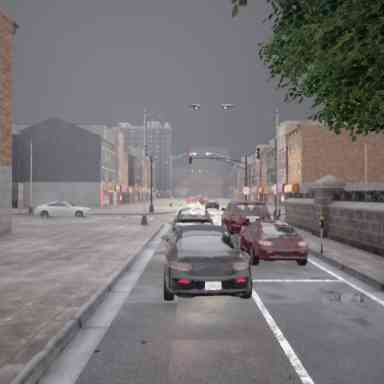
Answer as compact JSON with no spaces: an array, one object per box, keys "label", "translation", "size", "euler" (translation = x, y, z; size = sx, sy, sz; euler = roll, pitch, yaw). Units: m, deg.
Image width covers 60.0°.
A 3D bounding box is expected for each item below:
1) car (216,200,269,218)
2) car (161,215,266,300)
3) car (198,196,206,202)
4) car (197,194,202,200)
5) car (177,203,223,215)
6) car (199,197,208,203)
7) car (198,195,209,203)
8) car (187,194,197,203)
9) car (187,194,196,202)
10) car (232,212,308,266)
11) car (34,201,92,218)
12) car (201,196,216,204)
[{"label":"car","translation":[2.624,1.322,16.769],"size":[2.192,1.841,5.009],"euler":[1,0,0]},{"label":"car","translation":[0.222,1.527,8.295],"size":[1.812,1.442,4.674],"euler":[0,0,-4]},{"label":"car","translation":[2.517,1.740,86.698],"size":[2.008,1.369,4.403],"euler":[0,0,0]},{"label":"car","translation":[2.552,1.422,64.949],"size":[2.192,1.841,5.009],"euler":[1,0,0]},{"label":"car","translation":[0.055,1.497,15.655],"size":[2.128,1.511,4.902],"euler":[0,0,0]},{"label":"car","translation":[2.533,1.727,75.822],"size":[1.802,1.307,4.206],"euler":[0,0,0]},{"label":"car","translation":[2.558,1.635,59.511],"size":[1.887,1.381,4.507],"euler":[1,0,0]},{"label":"car","translation":[-0.089,1.487,72.161],"size":[2.097,1.767,4.553],"euler":[0,0,0]},{"label":"car","translation":[-0.122,1.402,83.712],"size":[2.150,2.045,5.566],"euler":[0,0,0]},{"label":"car","translation":[2.629,1.585,11.320],"size":[1.802,1.307,4.206],"euler":[1,0,0]},{"label":"car","translation":[-10.912,1.512,28.346],"size":[4.674,1.442,1.812],"euler":[0,-1,-2]},{"label":"car","translation":[2.582,1.593,43.199],"size":[1.887,1.381,4.507],"euler":[1,0,0]}]
